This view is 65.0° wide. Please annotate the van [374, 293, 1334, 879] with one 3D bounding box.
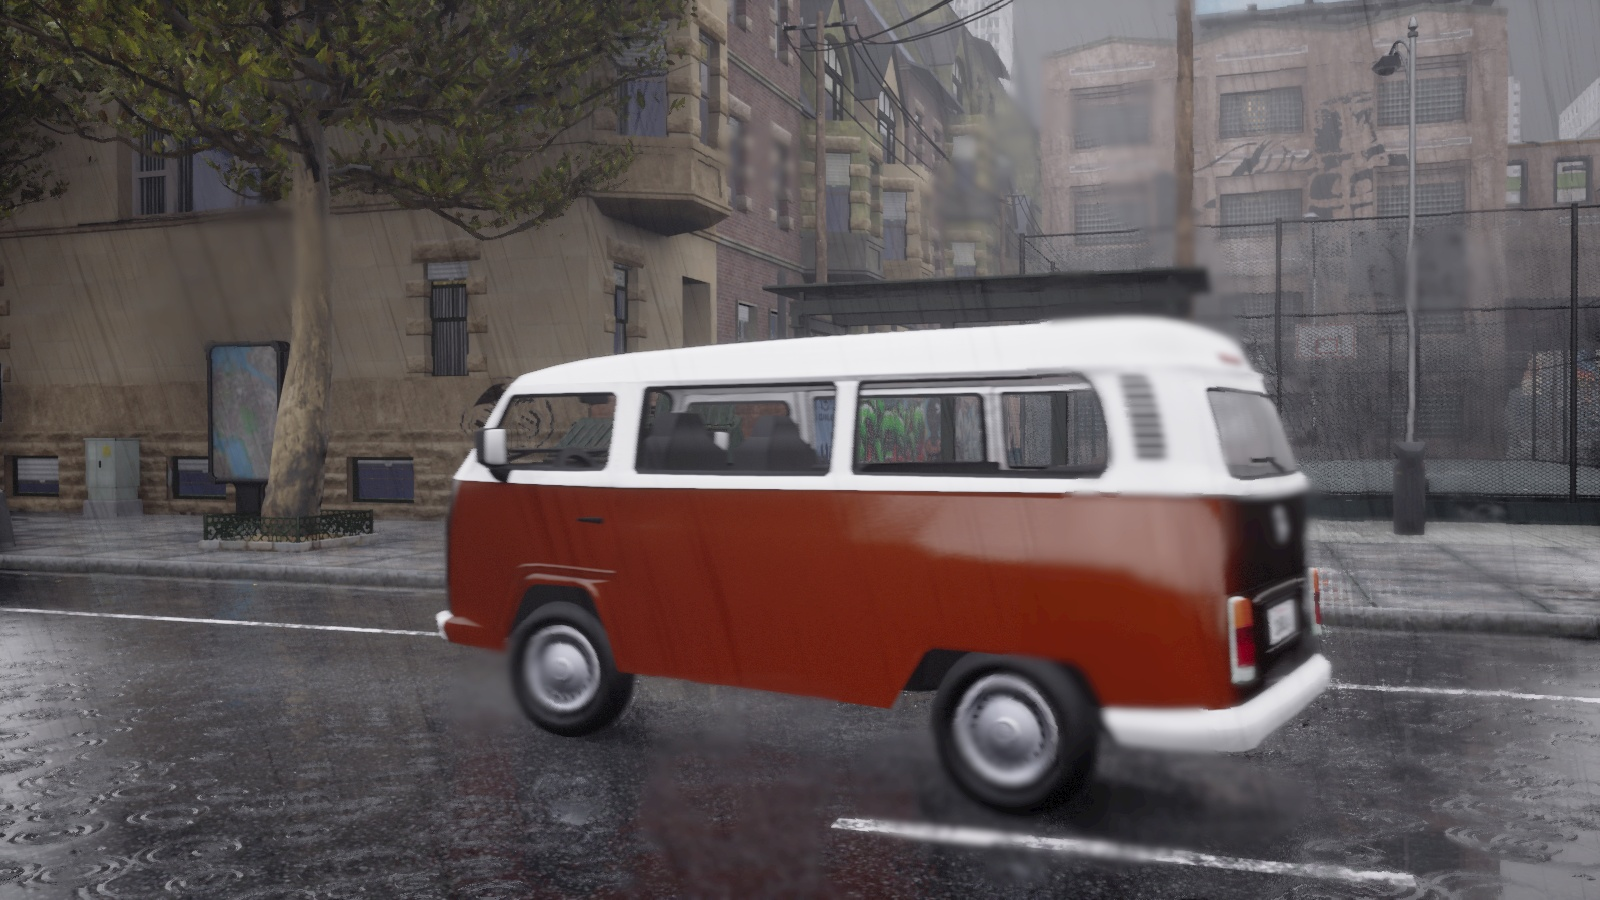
[{"bbox_3d":[0.139,0.447,6.451,4.480,2.038,2.069,1,0,33],"label":"van"}]
